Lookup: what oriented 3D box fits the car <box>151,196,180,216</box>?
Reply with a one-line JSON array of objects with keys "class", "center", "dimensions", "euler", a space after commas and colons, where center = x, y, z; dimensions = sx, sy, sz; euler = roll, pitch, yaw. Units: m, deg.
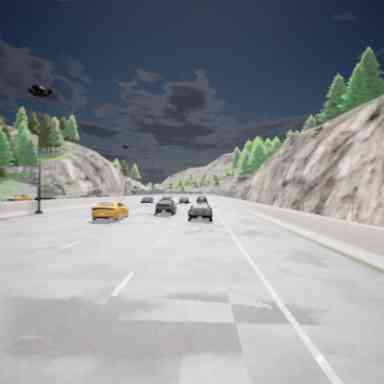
[{"class": "car", "center": [-2.541, 1.484, 32.875], "dimensions": [1.837, 1.490, 4.892], "euler": [1, 0, 2]}]

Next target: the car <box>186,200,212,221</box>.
[{"class": "car", "center": [0.707, 1.623, 27.313], "dimensions": [1.895, 1.301, 4.718], "euler": [1, 0, 3]}]

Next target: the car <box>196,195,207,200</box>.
[{"class": "car", "center": [1.872, 1.405, 62.822], "dimensions": [2.097, 1.767, 4.553], "euler": [1, 0, 2]}]

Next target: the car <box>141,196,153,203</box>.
[{"class": "car", "center": [-8.578, 1.473, 64.693], "dimensions": [1.994, 1.385, 4.181], "euler": [1, 0, 2]}]

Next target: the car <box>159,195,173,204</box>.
[{"class": "car", "center": [-5.065, 1.450, 65.025], "dimensions": [2.128, 1.511, 4.902], "euler": [1, 0, 2]}]

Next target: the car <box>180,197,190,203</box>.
[{"class": "car", "center": [-1.556, 1.571, 65.332], "dimensions": [1.994, 1.385, 4.181], "euler": [1, 0, 2]}]

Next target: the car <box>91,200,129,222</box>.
[{"class": "car", "center": [-6.267, 1.402, 25.853], "dimensions": [1.882, 1.535, 5.008], "euler": [1, 0, 2]}]
